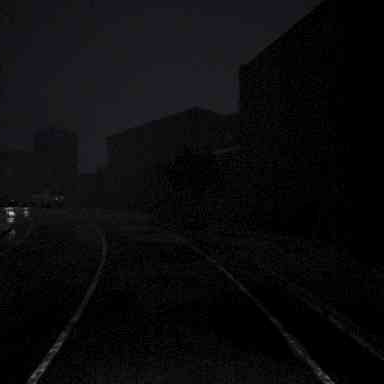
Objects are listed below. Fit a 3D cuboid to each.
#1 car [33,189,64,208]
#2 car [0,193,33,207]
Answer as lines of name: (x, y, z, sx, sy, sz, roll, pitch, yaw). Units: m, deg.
car: (-17.056, 0.700, 38.955, 5.566, 2.045, 2.150, 2, -1, 43)
car: (-19.508, 0.838, 36.181, 4.674, 1.442, 1.812, 3, -1, 42)
